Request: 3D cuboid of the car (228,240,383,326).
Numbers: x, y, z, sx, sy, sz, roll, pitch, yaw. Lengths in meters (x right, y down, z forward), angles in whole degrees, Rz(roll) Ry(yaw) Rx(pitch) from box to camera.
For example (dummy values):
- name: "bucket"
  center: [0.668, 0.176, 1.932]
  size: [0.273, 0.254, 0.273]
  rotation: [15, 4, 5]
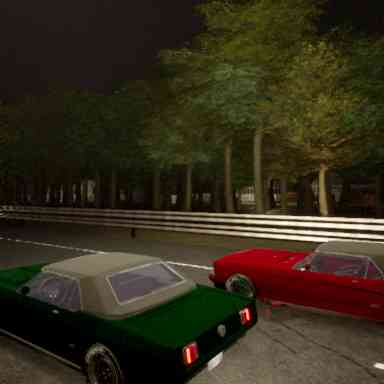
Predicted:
- name: "car"
  center: [2.695, 1.605, 6.337]
  size: [4.718, 1.301, 1.895]
  rotation: [0, 0, 35]

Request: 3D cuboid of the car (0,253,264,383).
- name: "car"
  center: [-1.548, 1.624, 5.036]
  size: [4.718, 1.301, 1.895]
  rotation: [0, 0, 35]
